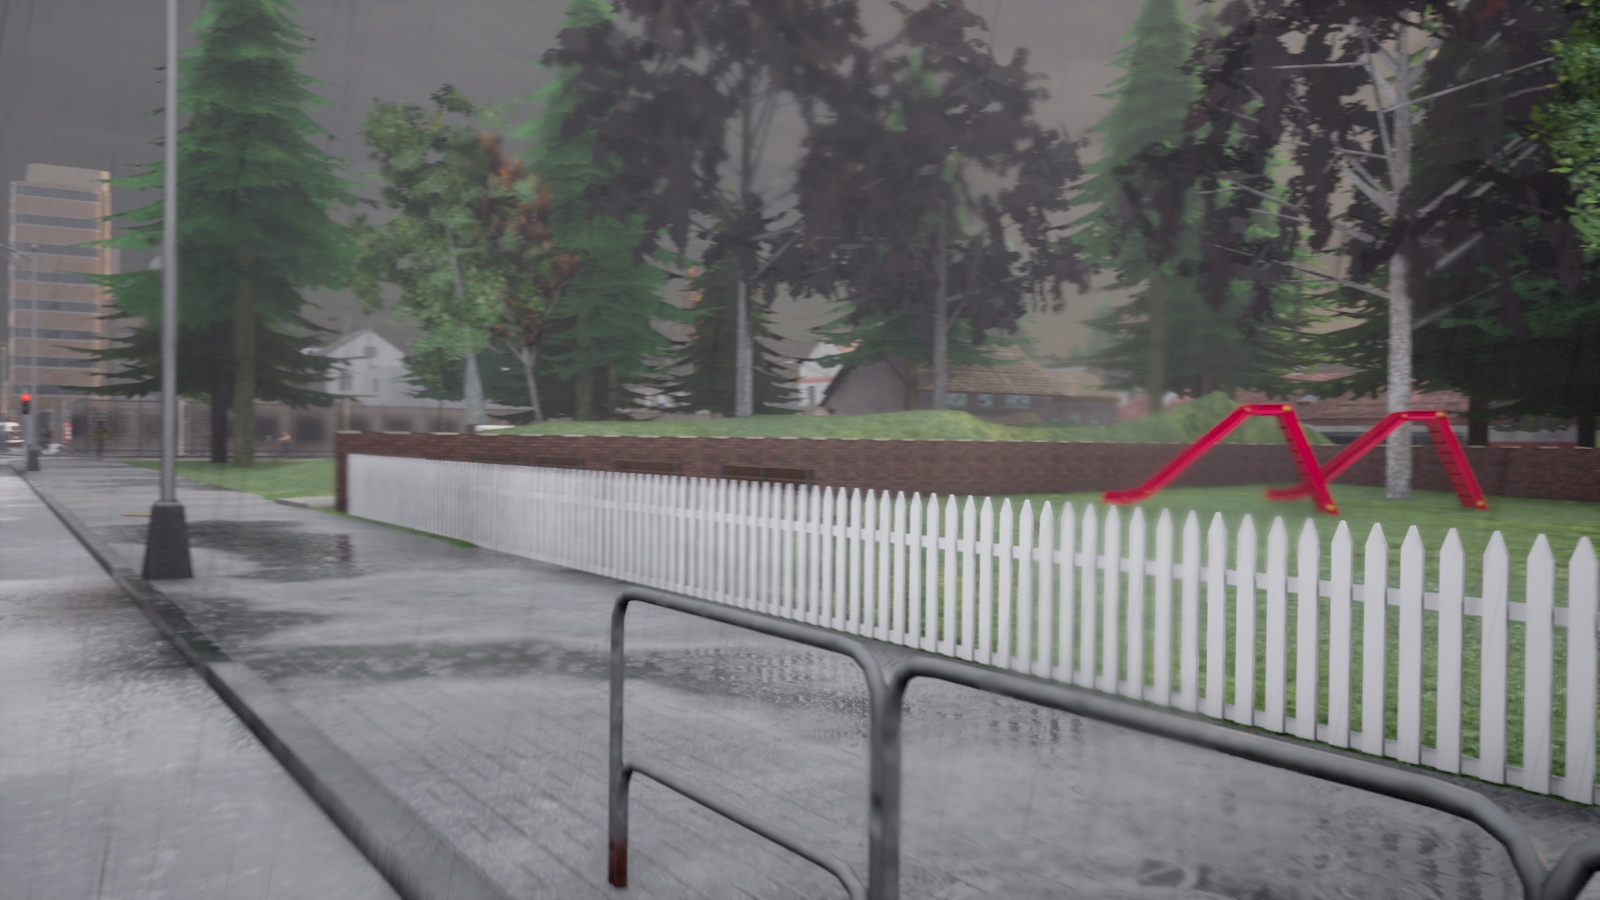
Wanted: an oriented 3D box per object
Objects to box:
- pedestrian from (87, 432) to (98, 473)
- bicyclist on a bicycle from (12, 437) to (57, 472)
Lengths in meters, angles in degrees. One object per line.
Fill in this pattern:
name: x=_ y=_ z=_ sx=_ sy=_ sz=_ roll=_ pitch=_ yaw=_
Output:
pedestrian: x=-32.492 y=0.108 z=57.663 sx=0.431 sy=1.840 sz=0.709 roll=-1 pitch=1 yaw=-29
bicyclist on a bicycle: x=-39.771 y=0.243 z=65.262 sx=1.843 sy=1.776 sz=0.659 roll=0 pitch=-2 yaw=-14
